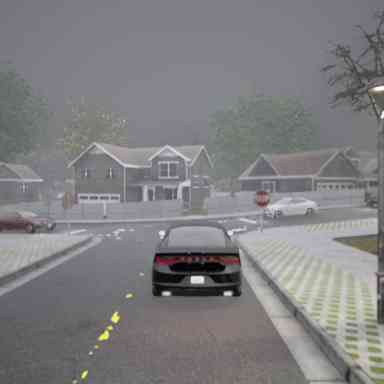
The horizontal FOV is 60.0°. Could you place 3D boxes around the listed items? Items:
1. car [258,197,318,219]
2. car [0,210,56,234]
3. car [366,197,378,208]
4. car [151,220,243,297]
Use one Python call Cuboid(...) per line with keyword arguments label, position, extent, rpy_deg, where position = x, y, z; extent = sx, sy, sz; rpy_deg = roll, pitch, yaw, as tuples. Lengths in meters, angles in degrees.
Cuboid(label="car", position=(7.105, 1.115, 24.593), extent=(4.674, 1.442, 1.812), rpy_deg=(-2, 2, -22))
Cuboid(label="car", position=(-11.224, 1.931, 21.990), extent=(4.674, 1.442, 1.812), rpy_deg=(-2, 0, 21))
Cuboid(label="car", position=(17.986, 0.654, 29.499), extent=(5.357, 1.411, 2.033), rpy_deg=(-2, 2, -25))
Cuboid(label="car", position=(0.109, 1.472, 8.629), extent=(1.882, 1.535, 5.008), rpy_deg=(0, 0, 0))
